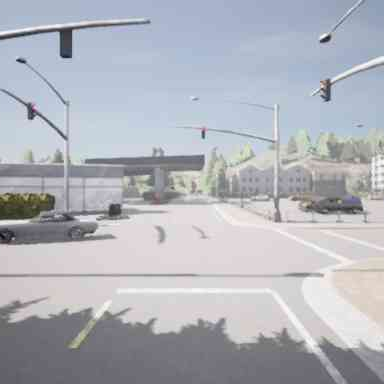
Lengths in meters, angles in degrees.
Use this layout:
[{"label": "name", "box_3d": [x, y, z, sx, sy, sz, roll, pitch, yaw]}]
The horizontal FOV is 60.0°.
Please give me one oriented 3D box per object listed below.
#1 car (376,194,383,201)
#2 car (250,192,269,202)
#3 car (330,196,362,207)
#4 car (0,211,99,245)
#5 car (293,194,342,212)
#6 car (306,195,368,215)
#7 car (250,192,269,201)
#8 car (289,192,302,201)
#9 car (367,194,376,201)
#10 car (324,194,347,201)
[{"label": "car", "box_3d": [39.701, 1.073, 65.163, 5.027, 1.636, 2.152, 0, 0, 1]}, {"label": "car", "box_3d": [13.878, 1.276, 68.583, 3.806, 1.475, 1.970, 0, 0, 1]}, {"label": "car", "box_3d": [21.326, 1.262, 46.078, 3.633, 1.501, 1.845, 0, 0, 1]}, {"label": "car", "box_3d": [-6.836, 1.579, 15.429, 4.718, 1.301, 1.895, 0, 0, -23]}, {"label": "car", "box_3d": [13.507, 1.288, 34.328, 5.027, 1.636, 2.152, 0, 0, 1]}, {"label": "car", "box_3d": [13.520, 1.301, 31.191, 4.514, 1.523, 2.007, 0, 0, 1]}, {"label": "car", "box_3d": [14.531, 0.988, 71.900, 3.866, 1.878, 1.905, 0, 0, 1]}, {"label": "car", "box_3d": [22.357, 1.013, 68.516, 4.605, 1.855, 1.932, 0, 0, 1]}, {"label": "car", "box_3d": [39.457, 1.143, 71.584, 3.806, 1.475, 1.970, 0, 0, 1]}, {"label": "car", "box_3d": [32.453, 1.205, 75.334, 4.514, 1.523, 2.007, 0, 0, 1]}]
